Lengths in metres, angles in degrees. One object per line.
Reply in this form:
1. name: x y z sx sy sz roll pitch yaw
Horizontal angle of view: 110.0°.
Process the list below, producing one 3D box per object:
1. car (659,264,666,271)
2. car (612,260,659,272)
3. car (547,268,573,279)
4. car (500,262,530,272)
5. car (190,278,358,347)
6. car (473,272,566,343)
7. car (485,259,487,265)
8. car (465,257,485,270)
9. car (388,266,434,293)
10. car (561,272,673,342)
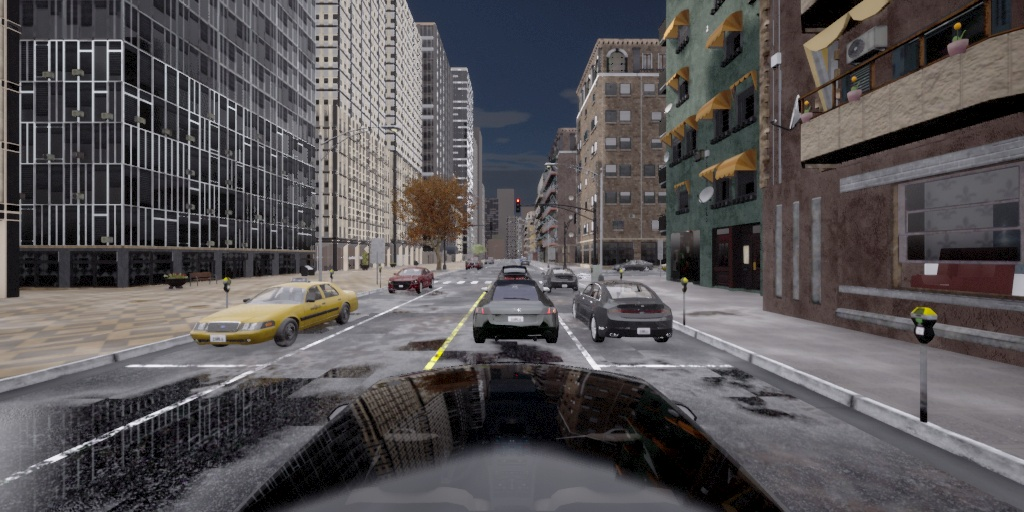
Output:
1. car: 18.857 1.006 40.037 4.829 1.417 1.751 0 0 -1
2. car: 13.459 1.108 39.985 4.403 1.370 2.007 0 0 -1
3. car: 2.701 1.305 20.576 2.007 1.370 4.403 0 0 0
4. car: 0.116 1.259 19.708 1.837 1.490 4.892 0 0 -1
5. car: -5.686 1.276 9.346 1.751 1.417 4.829 0 0 0
6. car: 0.092 1.315 9.659 1.994 1.385 4.181 0 0 0
7. car: -5.655 1.356 58.492 1.948 1.339 4.313 0 0 0
8. car: -5.659 1.098 52.969 2.192 1.841 5.009 0 0 0
9. car: -5.679 1.299 20.582 1.888 1.381 4.507 0 0 0
10. car: 2.694 1.301 9.510 2.007 1.370 4.403 0 0 0
